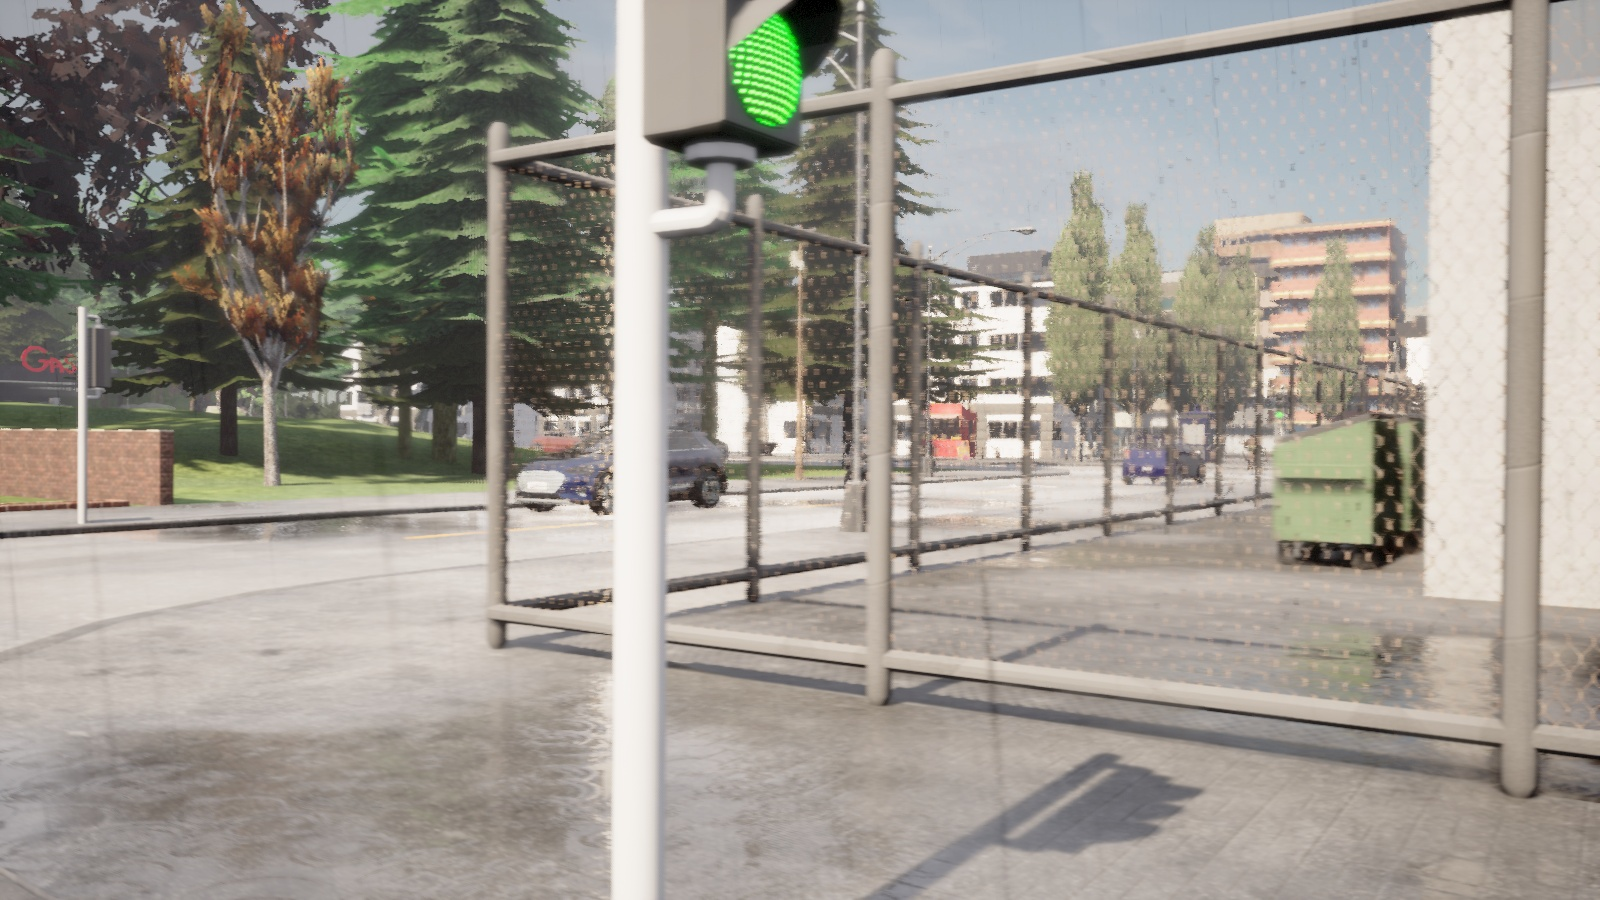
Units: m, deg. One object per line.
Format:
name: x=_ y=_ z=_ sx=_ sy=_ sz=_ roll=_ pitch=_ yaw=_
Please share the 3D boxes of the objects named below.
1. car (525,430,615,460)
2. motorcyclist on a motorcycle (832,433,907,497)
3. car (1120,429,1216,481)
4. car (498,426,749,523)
car: x=-13.301 y=-0.279 z=72.472 sx=5.027 sy=1.651 sz=2.152 roll=0 pitch=1 yaw=34
motorcyclist on a motorcycle: x=1.762 y=0.346 z=31.463 sx=0.866 sy=1.530 sz=2.191 roll=0 pitch=1 yaw=34
car: x=11.377 y=0.132 z=38.717 sx=1.845 sy=1.501 sz=3.633 roll=0 pitch=1 yaw=34
car: x=-3.223 y=0.388 z=23.964 sx=2.033 sy=1.649 sz=4.856 roll=0 pitch=1 yaw=33
